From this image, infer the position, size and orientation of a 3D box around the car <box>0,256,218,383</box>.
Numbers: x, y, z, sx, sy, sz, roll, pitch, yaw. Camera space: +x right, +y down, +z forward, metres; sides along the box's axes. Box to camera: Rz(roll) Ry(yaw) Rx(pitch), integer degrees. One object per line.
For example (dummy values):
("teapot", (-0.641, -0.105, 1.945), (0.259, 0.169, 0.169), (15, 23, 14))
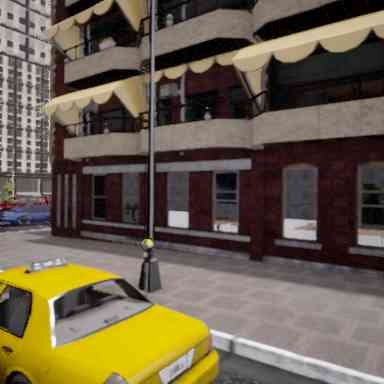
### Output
("car", (-2.013, 1.521, 4.297), (4.829, 1.417, 1.752), (0, 1, 36))

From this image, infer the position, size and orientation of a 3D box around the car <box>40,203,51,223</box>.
("car", (-8.090, 1.668, 23.993), (1.887, 1.381, 4.507), (1, 0, 36))

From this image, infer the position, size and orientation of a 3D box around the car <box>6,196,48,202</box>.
("car", (-14.879, 1.314, 28.900), (2.192, 1.841, 5.009), (1, 0, 36))

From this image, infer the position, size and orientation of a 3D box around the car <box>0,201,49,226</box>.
("car", (-11.369, 1.619, 24.411), (2.033, 1.411, 5.357), (1, 0, 41))
